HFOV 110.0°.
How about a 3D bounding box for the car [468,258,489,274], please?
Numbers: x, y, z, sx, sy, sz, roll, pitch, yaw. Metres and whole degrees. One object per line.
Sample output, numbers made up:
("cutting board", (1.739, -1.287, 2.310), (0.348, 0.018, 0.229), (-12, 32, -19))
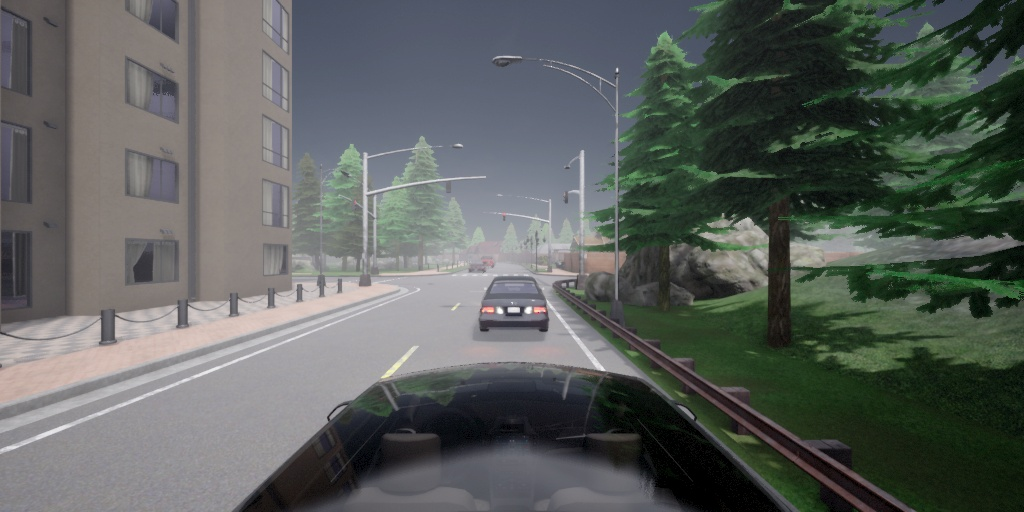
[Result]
("car", (-3.969, 1.246, 41.537), (1.812, 1.442, 4.674), (0, 0, -1))

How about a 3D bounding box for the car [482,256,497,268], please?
("car", (-4.082, 0.942, 58.653), (2.150, 2.045, 5.566), (0, 0, 0))

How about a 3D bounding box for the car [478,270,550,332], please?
("car", (0.066, 1.297, 10.825), (2.033, 1.411, 5.357), (0, 0, 1))
